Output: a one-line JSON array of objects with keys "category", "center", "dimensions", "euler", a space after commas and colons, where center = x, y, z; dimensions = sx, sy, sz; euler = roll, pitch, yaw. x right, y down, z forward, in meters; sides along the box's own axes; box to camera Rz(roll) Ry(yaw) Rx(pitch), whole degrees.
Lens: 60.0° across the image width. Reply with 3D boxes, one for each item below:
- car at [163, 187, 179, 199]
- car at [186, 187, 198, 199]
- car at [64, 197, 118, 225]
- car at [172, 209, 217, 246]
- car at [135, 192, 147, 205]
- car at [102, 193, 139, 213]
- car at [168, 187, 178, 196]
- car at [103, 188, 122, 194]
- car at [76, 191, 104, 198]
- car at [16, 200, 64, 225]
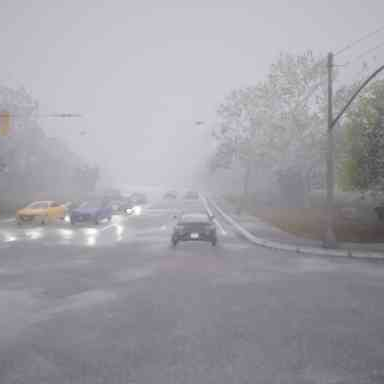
[{"category": "car", "center": [-3.505, 0.388, 53.655], "dimensions": [1.895, 1.301, 4.718], "euler": [0, 3, 0]}, {"category": "car", "center": [-0.005, 0.337, 53.948], "dimensions": [1.994, 1.385, 4.181], "euler": [0, 3, 0]}, {"category": "car", "center": [-7.089, 1.391, 23.874], "dimensions": [1.882, 1.535, 5.008], "euler": [0, 1, 1]}, {"category": "car", "center": [0.100, 1.511, 15.133], "dimensions": [1.812, 1.442, 4.674], "euler": [0, 0, 0]}, {"category": "car", "center": [-7.025, 0.794, 43.394], "dimensions": [2.128, 1.511, 4.902], "euler": [0, 3, 1]}, {"category": "car", "center": [-7.088, 1.188, 33.345], "dimensions": [2.128, 1.511, 4.902], "euler": [0, 2, 0]}, {"category": "car", "center": [-3.607, -0.188, 63.551], "dimensions": [1.812, 1.442, 4.674], "euler": [0, 3, -3]}, {"category": "car", "center": [-10.526, 0.530, 43.245], "dimensions": [2.150, 2.045, 5.566], "euler": [0, 3, 0]}, {"category": "car", "center": [-10.587, 1.071, 32.598], "dimensions": [2.097, 1.767, 4.553], "euler": [0, 2, 0]}, {"category": "car", "center": [-10.600, 1.393, 23.744], "dimensions": [1.882, 1.535, 5.008], "euler": [0, 1, 0]}]
